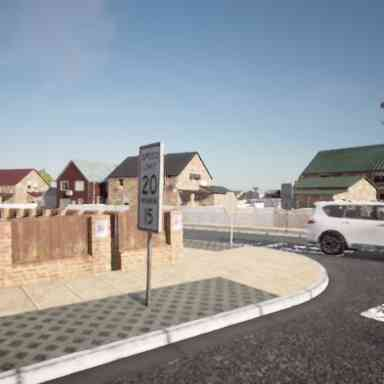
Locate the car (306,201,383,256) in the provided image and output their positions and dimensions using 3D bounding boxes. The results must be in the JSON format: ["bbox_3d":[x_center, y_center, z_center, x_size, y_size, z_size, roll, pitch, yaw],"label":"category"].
[{"bbox_3d":[6.926,1.344,11.843,5.566,2.045,2.150,-1,-2,44],"label":"car"}]
